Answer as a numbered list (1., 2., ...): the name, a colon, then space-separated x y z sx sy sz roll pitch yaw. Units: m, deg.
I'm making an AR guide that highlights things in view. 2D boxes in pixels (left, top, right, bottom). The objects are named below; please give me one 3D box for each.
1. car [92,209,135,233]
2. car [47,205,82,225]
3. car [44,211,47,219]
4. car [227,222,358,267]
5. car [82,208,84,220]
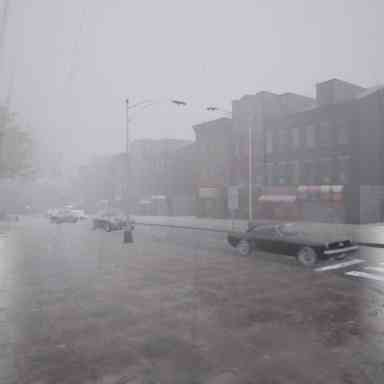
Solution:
1. car: -6.212 2.146 26.107 2.097 1.767 4.553 0 -2 -35
2. car: -14.607 2.733 37.941 2.097 1.767 4.553 0 -2 -35
3. car: -22.699 3.481 54.310 2.097 1.767 4.553 0 -2 -36
4. car: 3.520 1.811 12.451 1.895 1.301 4.718 0 -2 -35
5. car: -16.574 2.896 45.719 2.150 2.045 5.566 0 -2 -35
